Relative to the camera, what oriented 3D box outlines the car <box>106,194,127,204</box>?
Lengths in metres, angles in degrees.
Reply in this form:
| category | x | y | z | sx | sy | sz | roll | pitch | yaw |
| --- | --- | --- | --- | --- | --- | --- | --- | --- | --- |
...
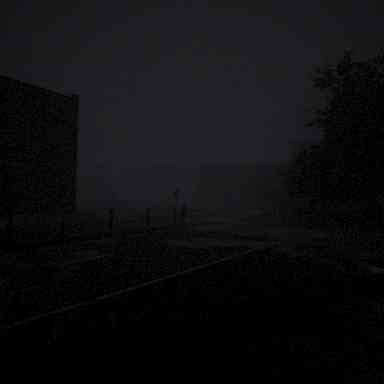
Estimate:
| category | x | y | z | sx | sy | sz | roll | pitch | yaw |
| --- | --- | --- | --- | --- | --- | --- | --- | --- | --- |
| car | -14.781 | 1.608 | 69.127 | 2.185 | 1.767 | 4.553 | 1 | -1 | 31 |

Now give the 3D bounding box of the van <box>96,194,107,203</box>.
| category | x | y | z | sx | sy | sz | roll | pitch | yaw |
| --- | --- | --- | --- | --- | --- | --- | --- | --- | --- |
| van | -17.338 | 1.440 | 70.513 | 1.878 | 1.987 | 4.442 | 2 | -1 | 31 |

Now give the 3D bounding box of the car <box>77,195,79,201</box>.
| category | x | y | z | sx | sy | sz | roll | pitch | yaw |
| --- | --- | --- | --- | --- | --- | --- | --- | --- | --- |
| car | -24.409 | 1.460 | 74.942 | 2.097 | 1.535 | 5.008 | 2 | -1 | 31 |

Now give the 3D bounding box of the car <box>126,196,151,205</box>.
| category | x | y | z | sx | sy | sz | roll | pitch | yaw |
| --- | --- | --- | --- | --- | --- | --- | --- | --- | --- |
| car | -10.175 | 1.870 | 66.247 | 2.163 | 1.488 | 4.792 | 1 | -1 | 31 |

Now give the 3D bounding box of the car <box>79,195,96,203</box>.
| category | x | y | z | sx | sy | sz | roll | pitch | yaw |
| --- | --- | --- | --- | --- | --- | --- | --- | --- | --- |
| car | -21.906 | 1.410 | 73.465 | 2.185 | 1.767 | 4.553 | 2 | -1 | 31 |

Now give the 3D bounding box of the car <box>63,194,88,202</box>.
| category | x | y | z | sx | sy | sz | roll | pitch | yaw |
| --- | --- | --- | --- | --- | --- | --- | --- | --- | --- |
| car | -26.669 | 1.393 | 76.332 | 2.231 | 1.521 | 4.892 | 2 | -1 | 31 |
